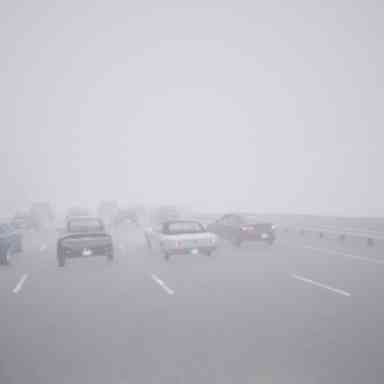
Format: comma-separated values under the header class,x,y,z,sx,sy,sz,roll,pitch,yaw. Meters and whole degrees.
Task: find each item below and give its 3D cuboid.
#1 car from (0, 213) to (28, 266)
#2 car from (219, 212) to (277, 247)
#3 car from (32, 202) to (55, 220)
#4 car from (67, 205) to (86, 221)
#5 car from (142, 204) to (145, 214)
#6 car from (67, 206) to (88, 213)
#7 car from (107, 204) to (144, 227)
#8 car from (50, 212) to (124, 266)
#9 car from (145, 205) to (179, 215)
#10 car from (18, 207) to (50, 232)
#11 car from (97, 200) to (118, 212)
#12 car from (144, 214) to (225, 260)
class,x,y,z,sx,sy,sz,roll,pitch,yaw
car,-7.806,1.856,12.768,1.882,1.535,5.008,-1,-1,-19
car,2.232,1.665,15.870,1.812,1.442,4.674,-1,-1,-19
car,-16.424,2.142,36.599,2.150,2.045,5.566,-1,0,-20
car,-13.406,2.368,38.589,1.837,1.490,4.892,-1,0,-19
car,-6.698,2.209,40.605,1.837,1.490,4.892,-1,0,-19
car,-9.039,2.076,26.504,2.128,1.511,4.902,-1,-1,-19
car,-5.530,1.999,27.065,1.837,1.490,4.892,-1,-2,-19
car,-4.127,1.771,12.852,2.128,1.511,4.902,-1,-1,-19
car,-2.479,1.939,28.946,1.837,1.490,4.892,-1,-2,-19
car,-12.115,2.137,24.696,2.128,1.511,4.902,-1,-1,-19
car,-9.800,1.988,38.856,2.150,2.045,5.566,-1,-1,-20
car,-0.637,1.791,13.471,1.895,1.301,4.718,-1,-1,-19
